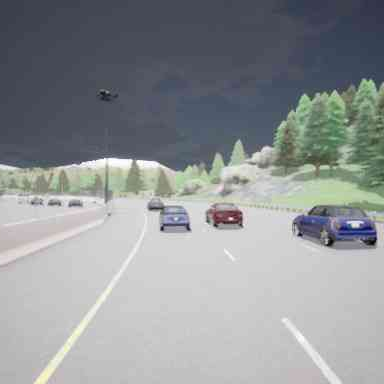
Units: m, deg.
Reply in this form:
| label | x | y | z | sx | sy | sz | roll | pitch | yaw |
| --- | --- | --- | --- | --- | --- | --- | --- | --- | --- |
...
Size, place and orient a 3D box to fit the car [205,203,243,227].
| label | x | y | z | sx | sy | sz | roll | pitch | yaw |
| --- | --- | --- | --- | --- | --- | --- | --- | --- | --- |
| car | 2.116 | 1.507 | 22.967 | 1.882 | 1.535 | 5.008 | 0 | 0 | -7 |

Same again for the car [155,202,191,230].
| label | x | y | z | sx | sy | sz | roll | pitch | yaw |
| --- | --- | --- | --- | --- | --- | --- | --- | --- | --- |
| car | -1.185 | 1.581 | 21.401 | 2.033 | 1.411 | 5.357 | 0 | 0 | -6 |

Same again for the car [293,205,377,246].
| label | x | y | z | sx | sy | sz | roll | pitch | yaw |
| --- | --- | --- | --- | --- | --- | --- | --- | --- | --- |
| car | 6.364 | 1.361 | 15.390 | 2.097 | 1.767 | 4.553 | 0 | 0 | -4 |

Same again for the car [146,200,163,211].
| label | x | y | z | sx | sy | sz | roll | pitch | yaw |
| --- | --- | --- | --- | --- | --- | --- | --- | --- | --- |
| car | -4.653 | 1.636 | 42.289 | 1.994 | 1.385 | 4.181 | 0 | 0 | -12 |
